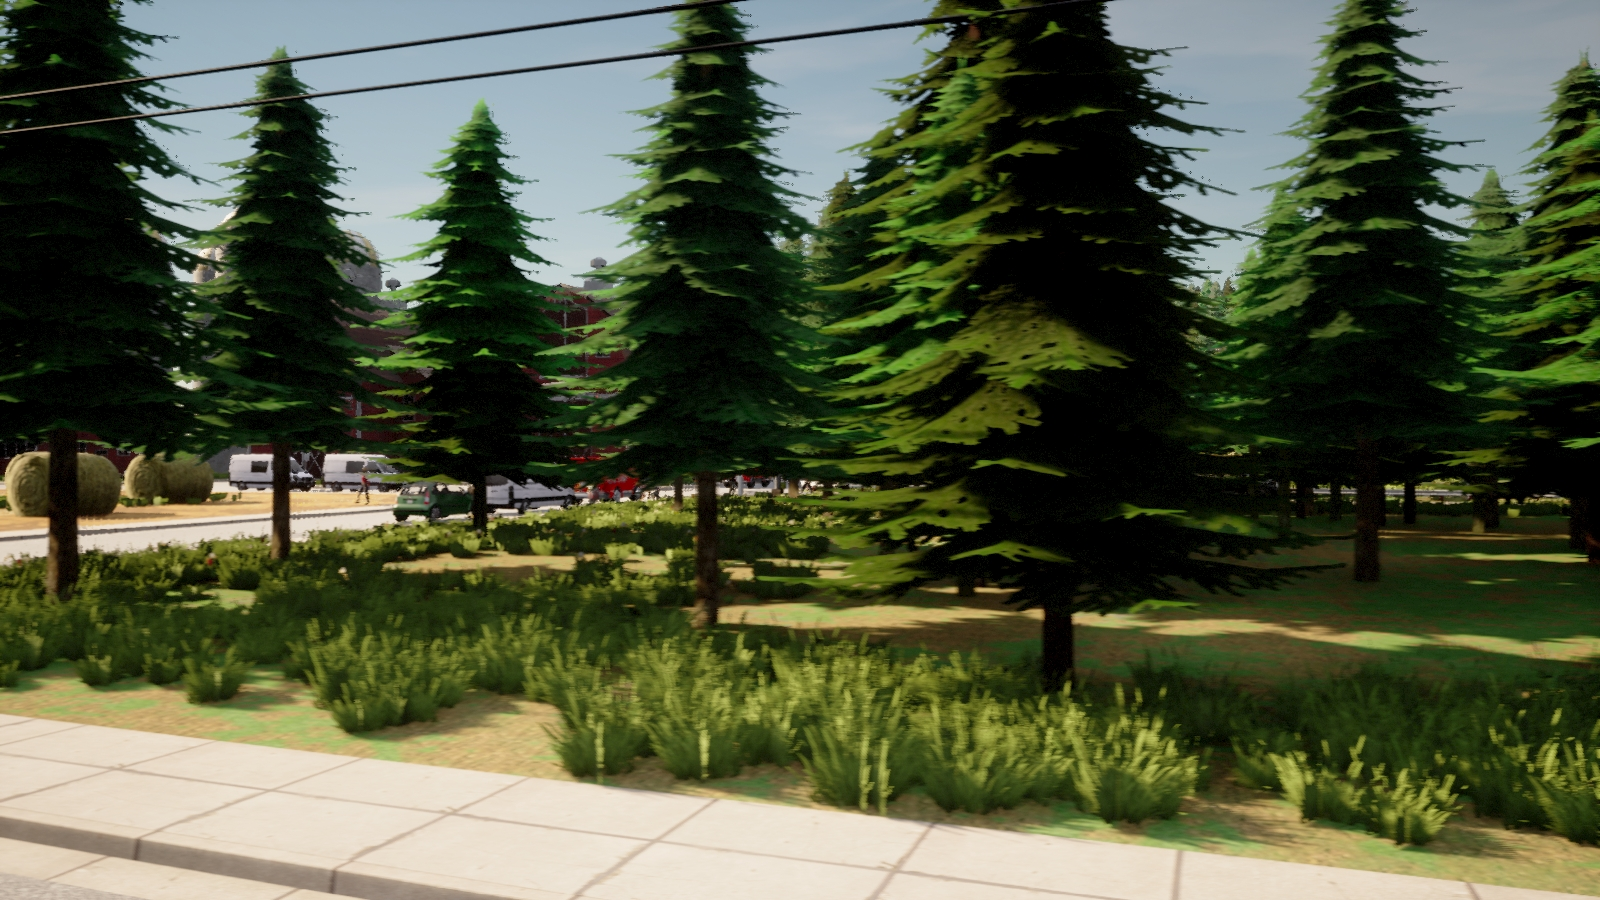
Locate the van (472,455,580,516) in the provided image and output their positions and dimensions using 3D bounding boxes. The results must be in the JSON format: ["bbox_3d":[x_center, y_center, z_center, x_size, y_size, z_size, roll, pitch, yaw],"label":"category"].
[{"bbox_3d":[-12.413,1.548,52.234,1.988,2.561,5.915,0,0,19],"label":"van"}]

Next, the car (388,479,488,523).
[{"bbox_3d":[-14.507,2.012,46.029,1.851,1.617,3.988,0,0,19],"label":"car"}]

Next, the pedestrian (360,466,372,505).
[{"bbox_3d":[-20.920,1.703,55.049,0.375,1.860,0.375,0,0,28],"label":"pedestrian"}]

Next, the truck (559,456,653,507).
[{"bbox_3d":[-9.997,1.582,59.324,2.627,2.467,5.204,0,0,19],"label":"truck"}]
